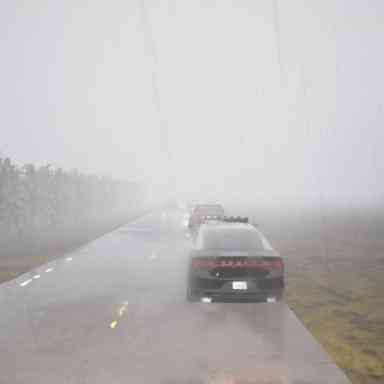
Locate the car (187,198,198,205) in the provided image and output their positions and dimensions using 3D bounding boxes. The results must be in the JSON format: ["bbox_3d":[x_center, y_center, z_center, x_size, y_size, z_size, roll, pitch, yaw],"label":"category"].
[{"bbox_3d":[0.113,1.773,63.352,1.994,1.385,4.181,0,0,0],"label":"car"}]

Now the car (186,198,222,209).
[{"bbox_3d":[0.856,1.371,18.253,2.097,1.767,4.553,0,0,0],"label":"car"}]

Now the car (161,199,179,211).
[{"bbox_3d":[-2.676,1.610,41.776,1.837,1.490,4.892,0,0,0],"label":"car"}]

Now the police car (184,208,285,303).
[{"bbox_3d":[0.840,1.429,8.391,1.930,1.638,5.238,0,0,0],"label":"police car"}]

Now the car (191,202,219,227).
[{"bbox_3d":[0.868,1.542,24.282,1.837,1.490,4.892,0,0,0],"label":"car"}]

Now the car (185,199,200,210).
[{"bbox_3d":[0.109,1.671,46.004,2.033,1.411,5.357,0,0,1],"label":"car"}]
